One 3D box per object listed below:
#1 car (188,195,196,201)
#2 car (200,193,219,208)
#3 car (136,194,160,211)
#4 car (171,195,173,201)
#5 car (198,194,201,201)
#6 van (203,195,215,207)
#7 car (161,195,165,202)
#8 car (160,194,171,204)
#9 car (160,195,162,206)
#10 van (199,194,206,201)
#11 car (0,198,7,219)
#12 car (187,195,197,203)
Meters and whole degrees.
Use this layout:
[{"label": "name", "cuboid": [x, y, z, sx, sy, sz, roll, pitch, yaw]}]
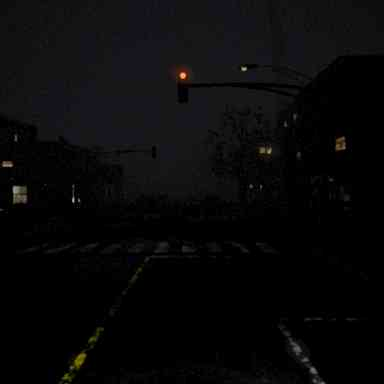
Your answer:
[{"label": "car", "cuboid": [-0.011, 1.424, 77.845, 1.994, 1.385, 4.181, 0, 0, 0]}, {"label": "car", "cuboid": [2.679, 1.301, 46.985, 2.192, 1.841, 5.009, -1, 0, 0]}, {"label": "car", "cuboid": [-5.701, 1.303, 41.440, 2.192, 1.841, 5.009, -1, 0, 0]}, {"label": "car", "cuboid": [-5.704, 1.293, 69.160, 2.192, 1.841, 5.009, -1, 0, 0]}, {"label": "car", "cuboid": [2.679, 1.531, 63.617, 2.008, 1.369, 4.403, -1, 0, 0]}, {"label": "van", "cuboid": [2.678, 1.325, 52.529, 1.690, 1.788, 3.998, -1, 0, 0]}, {"label": "car", "cuboid": [-5.700, 1.566, 52.528, 1.802, 1.307, 4.206, -1, 0, 0]}, {"label": "car", "cuboid": [-5.705, 1.295, 63.616, 2.192, 1.841, 5.009, -1, 0, 0]}, {"label": "car", "cuboid": [-5.700, 1.530, 46.984, 1.887, 1.381, 4.507, -1, 0, 0]}, {"label": "van", "cuboid": [2.674, 1.312, 85.793, 1.690, 1.788, 3.998, -1, 0, 0]}, {"label": "car", "cuboid": [-16.326, 1.410, 23.783, 5.566, 2.045, 2.150, -1, 0, -2]}, {"label": "car", "cuboid": [-0.011, 1.456, 67.394, 1.882, 1.535, 5.008, 0, 0, 0]}]
